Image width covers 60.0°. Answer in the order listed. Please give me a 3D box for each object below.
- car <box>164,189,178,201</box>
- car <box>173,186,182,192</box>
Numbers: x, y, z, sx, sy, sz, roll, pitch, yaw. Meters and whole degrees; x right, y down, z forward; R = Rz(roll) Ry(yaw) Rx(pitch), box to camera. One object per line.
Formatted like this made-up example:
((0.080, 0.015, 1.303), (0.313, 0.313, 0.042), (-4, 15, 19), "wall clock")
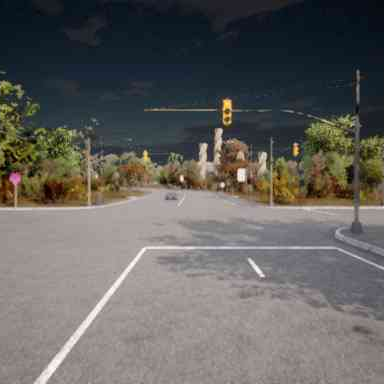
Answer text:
((-3.355, 0.667, 53.635), (1.837, 1.490, 4.892), (0, 1, 0), "car")
((-3.357, -0.497, 78.345), (2.150, 2.045, 5.566), (0, 2, -2), "car")
